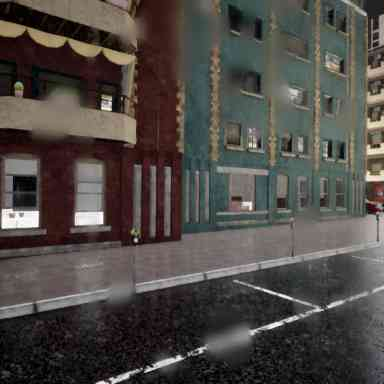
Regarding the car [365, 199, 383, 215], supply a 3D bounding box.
[{"bbox_3d":[15.702,1.241,32.220,2.192,1.841,5.009,1,0,-36],"label":"car"}]
